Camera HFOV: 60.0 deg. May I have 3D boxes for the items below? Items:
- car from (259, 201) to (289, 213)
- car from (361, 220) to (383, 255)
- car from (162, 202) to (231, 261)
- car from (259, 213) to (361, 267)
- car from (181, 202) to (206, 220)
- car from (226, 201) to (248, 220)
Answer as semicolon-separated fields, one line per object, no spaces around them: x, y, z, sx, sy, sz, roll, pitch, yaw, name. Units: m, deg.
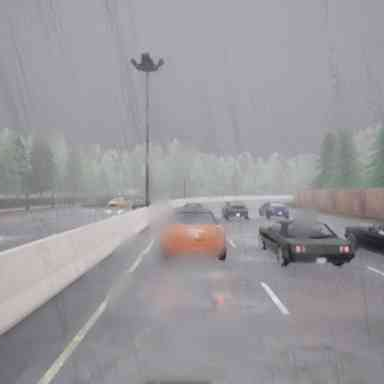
7.096;1.538;29.056;1.812;1.442;4.674;0;0;0;car
7.082;1.606;11.393;1.895;1.301;4.718;0;0;0;car
0.085;1.358;12.504;2.097;1.767;4.553;0;0;0;car
3.582;1.606;11.395;1.895;1.301;4.718;0;0;0;car
0.094;1.576;28.593;1.994;1.385;4.181;0;0;0;car
3.594;1.516;28.339;1.837;1.490;4.892;0;0;0;car
